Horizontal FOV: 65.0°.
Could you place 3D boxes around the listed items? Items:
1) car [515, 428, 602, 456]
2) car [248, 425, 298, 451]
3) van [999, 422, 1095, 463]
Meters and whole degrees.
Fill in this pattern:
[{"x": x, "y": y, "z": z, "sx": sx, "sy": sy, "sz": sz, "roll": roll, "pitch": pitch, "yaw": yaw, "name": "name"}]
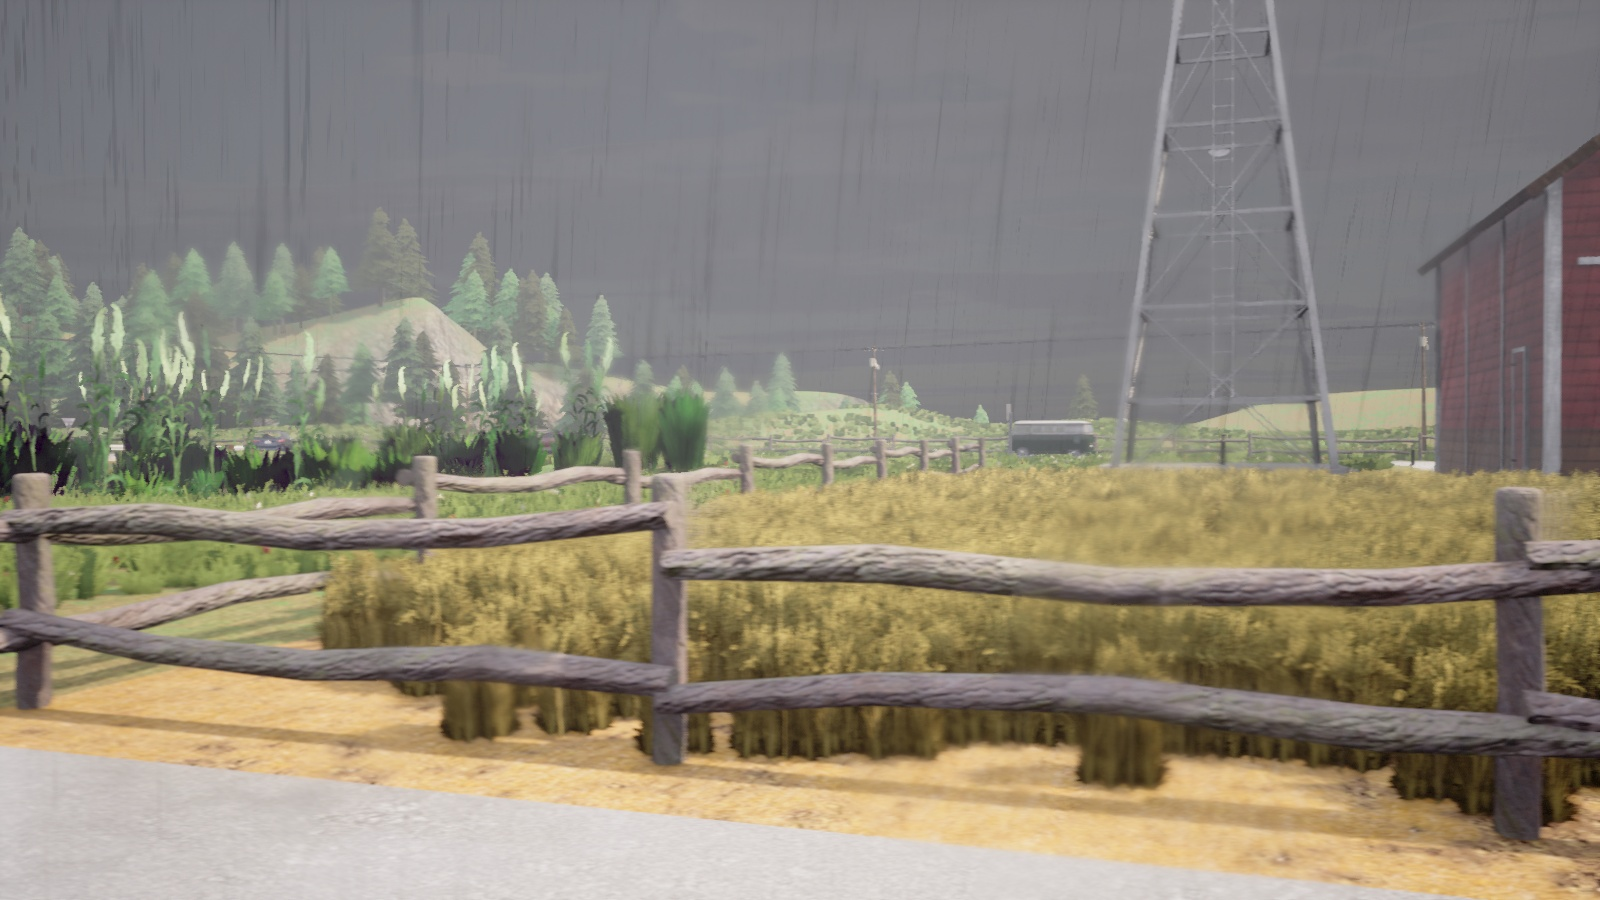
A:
[{"x": -14.512, "y": -0.506, "z": 75.434, "sx": 4.856, "sy": 1.649, "sz": 2.033, "roll": 1, "pitch": 1, "yaw": 24, "name": "car"}, {"x": -34.397, "y": -0.790, "z": 82.085, "sx": 2.242, "sy": 1.667, "sz": 4.611, "roll": 0, "pitch": 1, "yaw": -13, "name": "car"}, {"x": 12.449, "y": -0.388, "z": 63.299, "sx": 4.442, "sy": 1.987, "sz": 1.775, "roll": 1, "pitch": 1, "yaw": 24, "name": "van"}]
